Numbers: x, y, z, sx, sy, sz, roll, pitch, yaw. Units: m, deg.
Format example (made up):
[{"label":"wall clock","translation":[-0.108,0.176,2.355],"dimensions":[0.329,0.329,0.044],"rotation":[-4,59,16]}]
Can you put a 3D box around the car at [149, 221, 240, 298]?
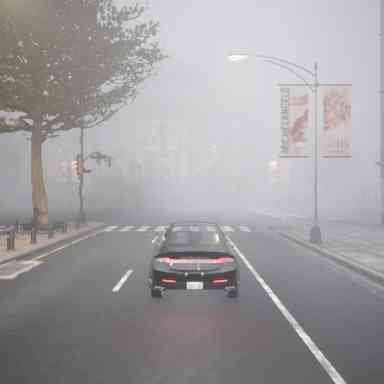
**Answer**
[{"label":"car","translation":[0.061,1.491,8.489],"dimensions":[2.128,1.511,4.902],"rotation":[0,0,0]}]
